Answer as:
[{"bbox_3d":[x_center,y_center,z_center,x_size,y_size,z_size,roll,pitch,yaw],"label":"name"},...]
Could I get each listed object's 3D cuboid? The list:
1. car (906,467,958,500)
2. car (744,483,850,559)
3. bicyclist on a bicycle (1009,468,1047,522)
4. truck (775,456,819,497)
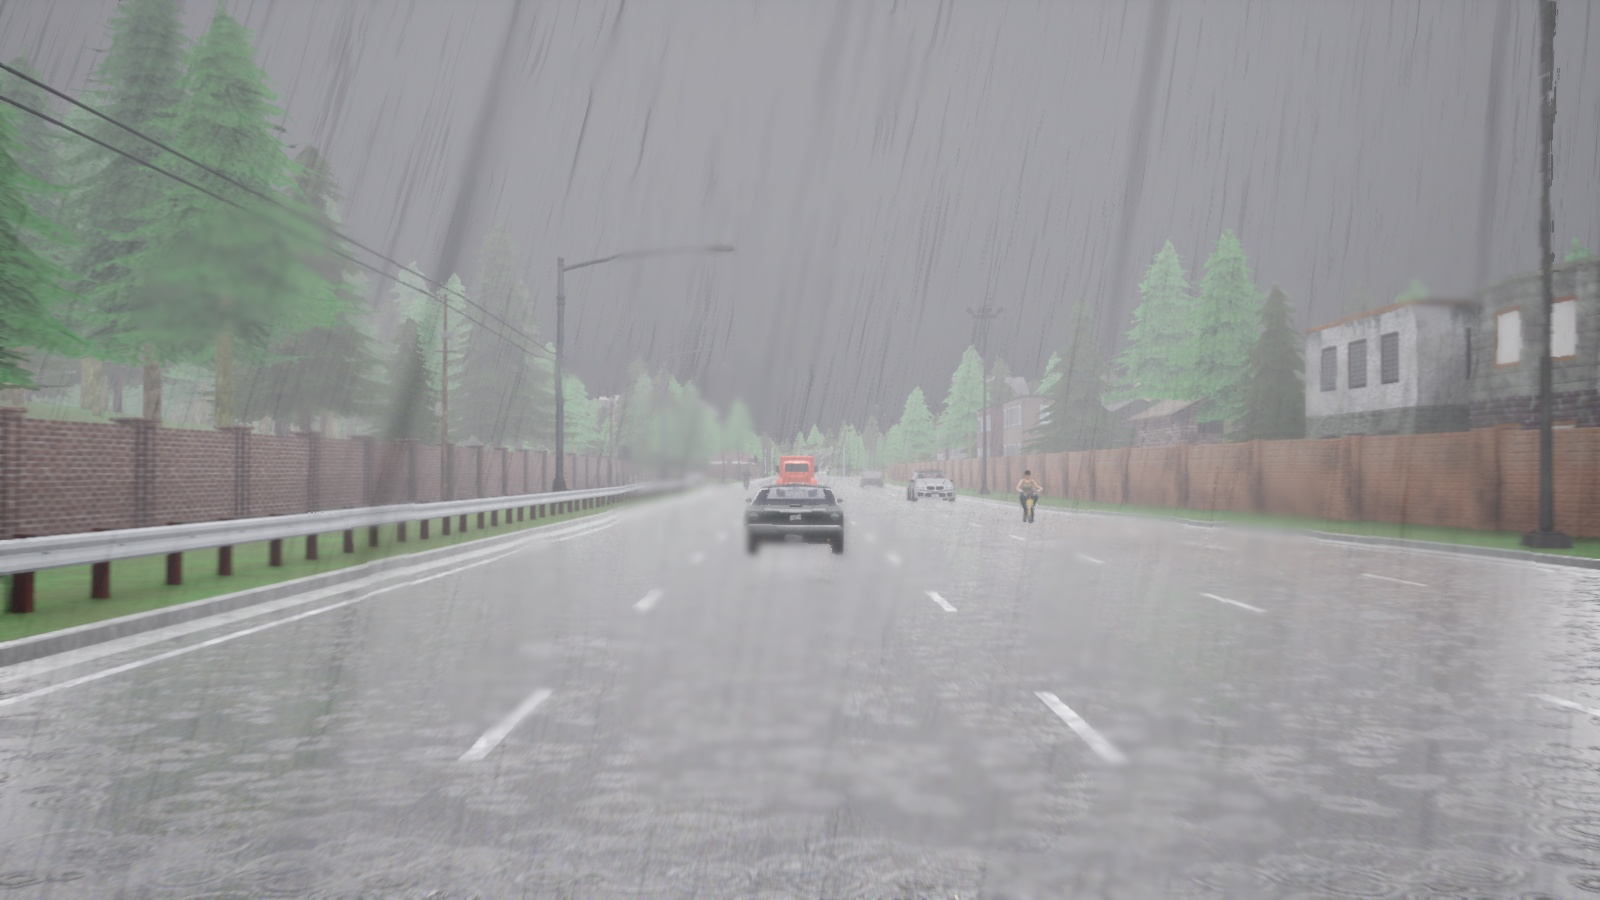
[{"bbox_3d":[6.839,1.726,65.626,2.242,1.667,4.611,0,-1,0],"label":"car"},{"bbox_3d":[-0.060,1.327,24.687,1.895,1.301,4.718,0,-1,0],"label":"car"},{"bbox_3d":[6.911,1.359,38.093,0.866,1.612,1.509,0,-1,0],"label":"bicyclist on a bicycle"},{"bbox_3d":[-0.190,1.613,77.034,2.627,2.467,5.204,0,-1,0],"label":"truck"}]
